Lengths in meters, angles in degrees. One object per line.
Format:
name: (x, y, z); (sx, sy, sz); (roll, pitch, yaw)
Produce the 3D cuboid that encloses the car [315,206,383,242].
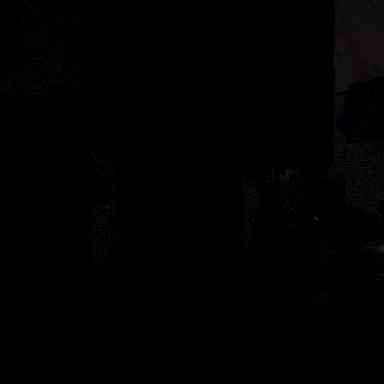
car: (8.227, 1.507, 16.666); (1.837, 1.490, 4.892); (1, -1, -17)
